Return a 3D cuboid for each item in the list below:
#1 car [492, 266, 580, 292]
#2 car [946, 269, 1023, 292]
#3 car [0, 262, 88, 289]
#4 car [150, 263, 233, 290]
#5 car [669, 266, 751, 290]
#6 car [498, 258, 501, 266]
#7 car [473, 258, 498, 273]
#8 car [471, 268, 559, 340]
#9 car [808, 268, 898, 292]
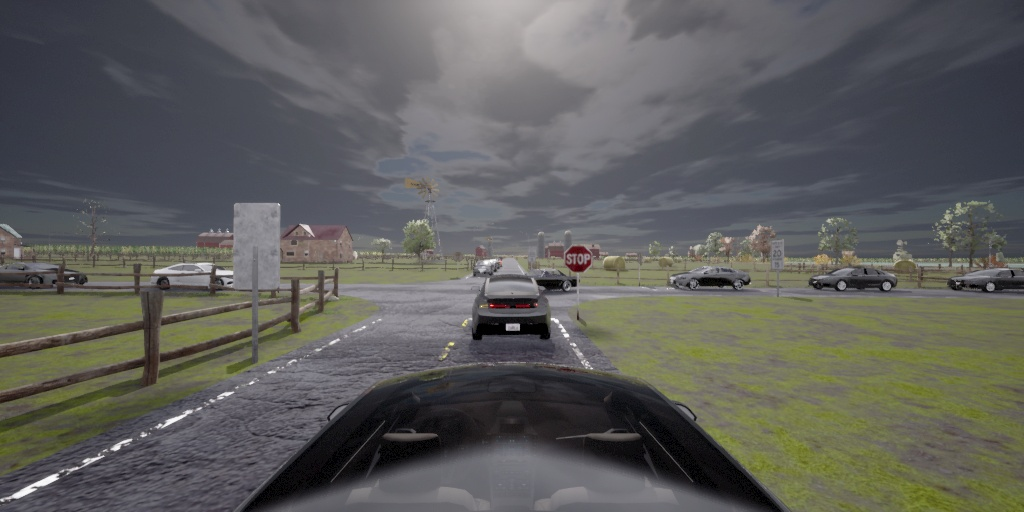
[{"bbox_3d":[1.491,1.369,20.039,4.718,1.301,1.895,1,0,-35],"label":"car"},{"bbox_3d":[31.692,1.587,23.575,4.892,1.490,1.837,1,-1,-1],"label":"car"},{"bbox_3d":[-26.372,1.048,19.813,4.181,1.385,1.994,1,-1,-1],"label":"car"},{"bbox_3d":[-17.252,1.104,19.939,4.674,1.442,1.812,1,-1,-1],"label":"car"},{"bbox_3d":[12.788,1.397,23.273,4.902,1.511,2.128,1,-1,-2],"label":"car"},{"bbox_3d":[-2.874,1.242,46.123,2.128,1.511,4.902,0,0,0],"label":"car"},{"bbox_3d":[-2.877,1.243,36.677,2.128,1.511,4.902,0,0,0],"label":"car"},{"bbox_3d":[-0.078,1.256,9.992,1.837,1.490,4.892,0,0,-2],"label":"car"},{"bbox_3d":[22.189,1.499,23.449,4.892,1.490,1.837,1,-1,-1],"label":"car"}]
